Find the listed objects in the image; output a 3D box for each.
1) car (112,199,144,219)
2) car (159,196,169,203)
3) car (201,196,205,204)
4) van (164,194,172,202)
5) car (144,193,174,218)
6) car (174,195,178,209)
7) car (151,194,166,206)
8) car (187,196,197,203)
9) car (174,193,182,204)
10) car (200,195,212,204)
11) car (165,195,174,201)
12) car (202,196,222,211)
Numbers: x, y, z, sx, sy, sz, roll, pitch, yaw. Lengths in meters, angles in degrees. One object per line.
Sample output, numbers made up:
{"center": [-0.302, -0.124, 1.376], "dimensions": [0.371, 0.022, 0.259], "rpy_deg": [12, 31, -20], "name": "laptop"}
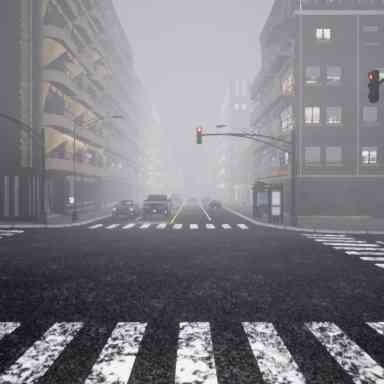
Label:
{"center": [-5.715, 1.438, 29.140], "dimensions": [1.967, 1.590, 4.097], "rpy_deg": [0, 0, 0], "name": "car"}
{"center": [-5.744, 1.522, 68.441], "dimensions": [1.752, 1.417, 4.829], "rpy_deg": [0, 0, 0], "name": "car"}
{"center": [2.653, 1.542, 46.057], "dimensions": [1.887, 1.381, 4.507], "rpy_deg": [0, 0, 0], "name": "car"}
{"center": [-5.753, 1.337, 79.889], "dimensions": [1.690, 1.788, 3.998], "rpy_deg": [0, 0, 0], "name": "van"}
{"center": [-3.123, 1.219, 30.343], "dimensions": [2.150, 2.045, 5.566], "rpy_deg": [0, 0, 0], "name": "car"}
{"center": [-3.129, 1.499, 42.173], "dimensions": [1.837, 1.490, 4.892], "rpy_deg": [0, 1, 0], "name": "car"}
{"center": [-5.737, 1.312, 57.333], "dimensions": [2.192, 1.841, 5.009], "rpy_deg": [0, 0, 0], "name": "car"}
{"center": [0.046, 1.561, 69.642], "dimensions": [1.994, 1.385, 4.181], "rpy_deg": [0, 0, 0], "name": "car"}
{"center": [-3.052, 1.215, 63.509], "dimensions": [2.150, 2.045, 5.566], "rpy_deg": [0, 0, 0], "name": "car"}
{"center": [2.640, 1.437, 62.974], "dimensions": [1.967, 1.590, 4.097], "rpy_deg": [0, 0, 0], "name": "car"}
{"center": [-5.757, 1.546, 85.528], "dimensions": [2.008, 1.369, 4.403], "rpy_deg": [0, 0, 0], "name": "car"}
{"center": [2.657, 1.548, 40.419], "dimensions": [2.008, 1.369, 4.403], "rpy_deg": [0, 0, 0], "name": "car"}
